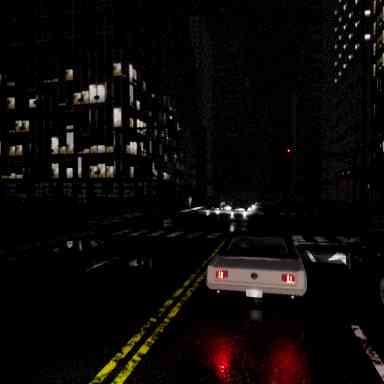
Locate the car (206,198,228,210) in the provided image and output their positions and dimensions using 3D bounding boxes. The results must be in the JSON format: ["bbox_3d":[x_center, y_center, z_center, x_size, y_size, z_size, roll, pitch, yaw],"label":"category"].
[{"bbox_3d":[3.124,1.522,43.174,2.033,1.411,5.357,0,0,13],"label":"car"}]

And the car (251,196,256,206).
[{"bbox_3d":[8.013,1.458,49.733,2.128,1.511,4.902,0,0,13],"label":"car"}]

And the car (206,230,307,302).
[{"bbox_3d":[1.702,1.597,8.344,1.895,1.301,4.718,0,0,14],"label":"car"}]

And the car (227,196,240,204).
[{"bbox_3d":[7.885,1.457,63.169,1.837,1.490,4.892,0,0,14],"label":"car"}]

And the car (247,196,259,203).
[{"bbox_3d":[12.821,1.483,69.733,2.033,1.411,5.357,0,0,13],"label":"car"}]

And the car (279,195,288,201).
[{"bbox_3d":[21.873,1.352,79.809,1.895,1.301,4.718,0,0,13],"label":"car"}]

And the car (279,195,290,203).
[{"bbox_3d":[19.479,1.471,69.640,2.033,1.411,5.357,0,0,13],"label":"car"}]

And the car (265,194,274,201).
[{"bbox_3d":[18.702,1.283,80.526,2.128,1.511,4.902,0,0,13],"label":"car"}]

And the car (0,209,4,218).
[{"bbox_3d":[-17.326,1.434,26.672,4.313,1.339,1.947,1,1,14],"label":"car"}]

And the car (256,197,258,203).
[{"bbox_3d":[10.351,1.556,59.539,1.895,1.301,4.718,0,0,14],"label":"car"}]

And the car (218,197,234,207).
[{"bbox_3d":[5.454,1.565,53.040,1.895,1.301,4.718,0,0,13],"label":"car"}]

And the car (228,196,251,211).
[{"bbox_3d":[5.893,1.502,40.732,1.812,1.442,4.674,0,0,13],"label":"car"}]

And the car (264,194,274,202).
[{"bbox_3d":[16.417,1.527,70.821,1.895,1.301,4.718,0,0,13],"label":"car"}]

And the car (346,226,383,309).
[{"bbox_3d":[4.831,1.501,7.441,1.837,1.490,4.892,0,0,13],"label":"car"}]
